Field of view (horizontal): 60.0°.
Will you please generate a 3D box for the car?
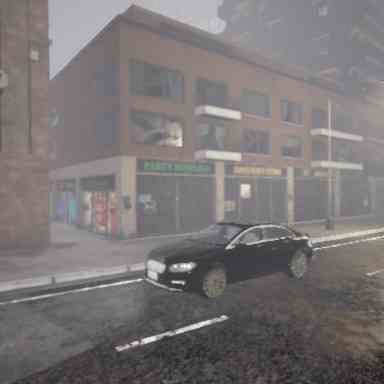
[{"bbox_3d":[1.140,1.511,8.558,4.902,1.511,2.128,0,0,-36],"label":"car"}]
